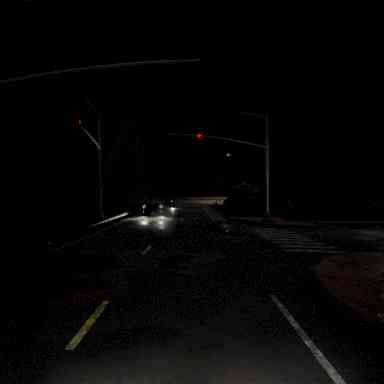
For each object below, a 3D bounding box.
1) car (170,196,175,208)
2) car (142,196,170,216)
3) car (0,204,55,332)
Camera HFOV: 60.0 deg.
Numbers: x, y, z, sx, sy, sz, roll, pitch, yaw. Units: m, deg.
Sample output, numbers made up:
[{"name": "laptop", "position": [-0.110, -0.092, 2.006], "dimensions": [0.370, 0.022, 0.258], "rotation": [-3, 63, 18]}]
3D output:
[{"name": "car", "position": [-3.565, 1.351, 48.768], "dimensions": [2.097, 1.767, 4.553], "rotation": [0, 0, 0]}, {"name": "car", "position": [-3.626, 1.352, 32.633], "dimensions": [2.097, 1.767, 4.553], "rotation": [0, 0, 0]}, {"name": "car", "position": [-3.603, 1.222, 3.913], "dimensions": [2.150, 2.045, 5.566], "rotation": [0, 0, 0]}]
